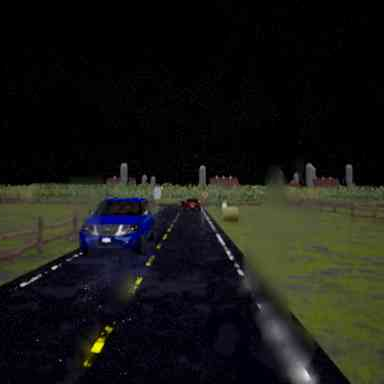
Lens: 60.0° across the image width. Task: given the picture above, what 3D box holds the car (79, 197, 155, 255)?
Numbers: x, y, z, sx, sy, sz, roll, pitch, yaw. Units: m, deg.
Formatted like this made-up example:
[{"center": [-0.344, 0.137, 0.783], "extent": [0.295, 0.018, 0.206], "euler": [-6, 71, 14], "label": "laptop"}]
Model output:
[{"center": [-2.851, 1.254, 13.848], "extent": [2.150, 2.045, 5.566], "euler": [0, 0, 0], "label": "car"}]

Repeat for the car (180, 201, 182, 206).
[{"center": [-0.460, 1.711, 54.503], "extent": [1.895, 1.301, 4.718], "euler": [0, 0, -20], "label": "car"}]

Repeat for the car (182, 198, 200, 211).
[{"center": [0.059, 1.568, 43.084], "extent": [1.882, 1.535, 5.008], "euler": [0, 0, 0], "label": "car"}]

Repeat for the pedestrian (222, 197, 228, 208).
[{"center": [2.824, 1.367, 28.361], "extent": [0.375, 1.860, 0.375], "euler": [1, -1, -3], "label": "pedestrian"}]

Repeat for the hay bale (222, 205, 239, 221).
[{"center": [3.115, 1.717, 27.252], "extent": [1.220, 1.180, 1.240], "euler": [-1, -1, 0], "label": "hay bale"}]
